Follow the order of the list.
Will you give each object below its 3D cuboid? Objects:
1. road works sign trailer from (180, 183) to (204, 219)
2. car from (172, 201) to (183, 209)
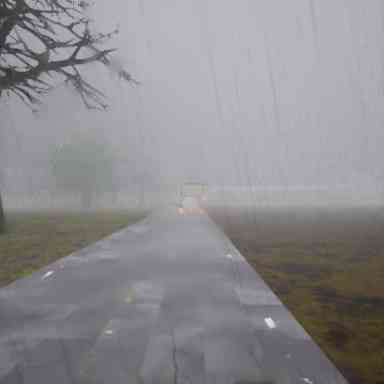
[{"bbox_3d":[0.014,0.863,34.279,2.380,3.560,2.880,0,-1,1],"label":"road works sign trailer"},{"bbox_3d":[-2.751,2.464,64.542,2.033,1.411,5.357,0,-1,1],"label":"car"}]
